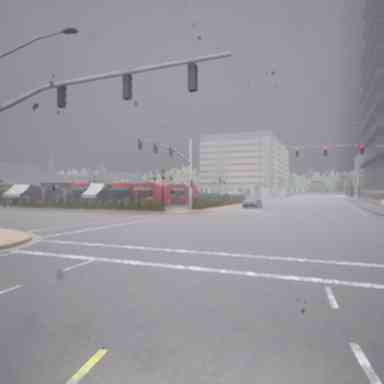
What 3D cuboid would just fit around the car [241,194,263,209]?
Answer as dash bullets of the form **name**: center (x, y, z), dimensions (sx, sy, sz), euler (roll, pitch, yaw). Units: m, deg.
- **car**: center (7.788, 1.382, 42.712), dimensions (1.882, 1.535, 5.008), euler (0, 0, 22)
